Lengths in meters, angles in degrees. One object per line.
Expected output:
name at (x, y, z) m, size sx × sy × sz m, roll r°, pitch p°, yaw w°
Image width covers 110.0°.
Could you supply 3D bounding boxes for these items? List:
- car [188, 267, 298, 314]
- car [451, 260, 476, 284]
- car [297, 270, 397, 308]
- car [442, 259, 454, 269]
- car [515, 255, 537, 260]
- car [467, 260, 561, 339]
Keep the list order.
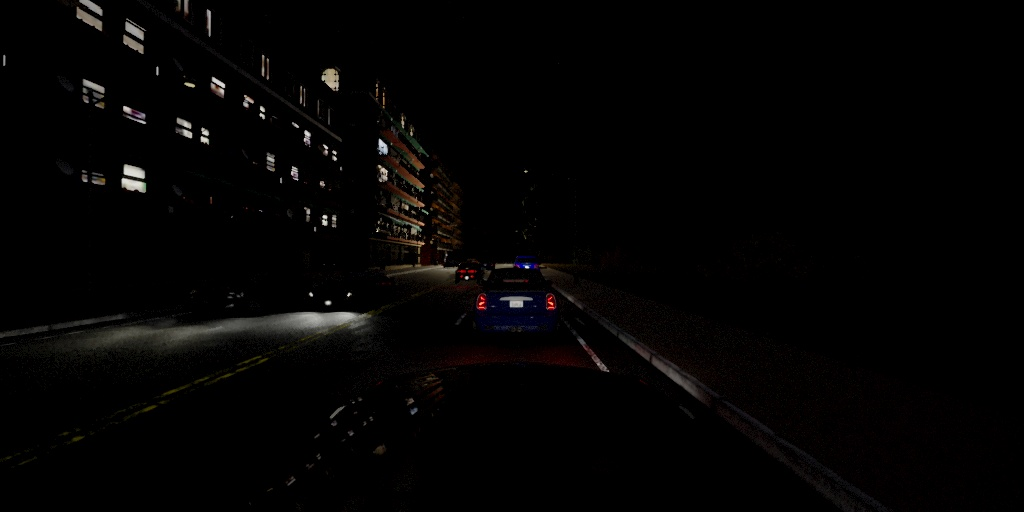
car at (-9.844, 1.229, 14.020) m, size 1.882 × 1.535 × 5.008 m, roll 0°, pitch 0°, yaw 0°
car at (-3.138, 1.256, 27.343) m, size 1.837 × 1.490 × 4.892 m, roll 0°, pitch 0°, yaw 0°
car at (-6.593, 1.299, 15.521) m, size 2.033 × 1.411 × 5.357 m, roll 0°, pitch 0°, yaw 0°
car at (-9.808, 1.274, 57.077) m, size 1.812 × 1.442 × 4.674 m, roll 0°, pitch 0°, yaw 0°
car at (1.152, 0.977, 30.157) m, size 2.150 × 2.045 × 5.566 m, roll 0°, pitch 0°, yaw 0°
car at (0.103, 1.103, 10.204) m, size 2.097 × 1.767 × 4.553 m, roll 0°, pitch 0°, yaw 0°
